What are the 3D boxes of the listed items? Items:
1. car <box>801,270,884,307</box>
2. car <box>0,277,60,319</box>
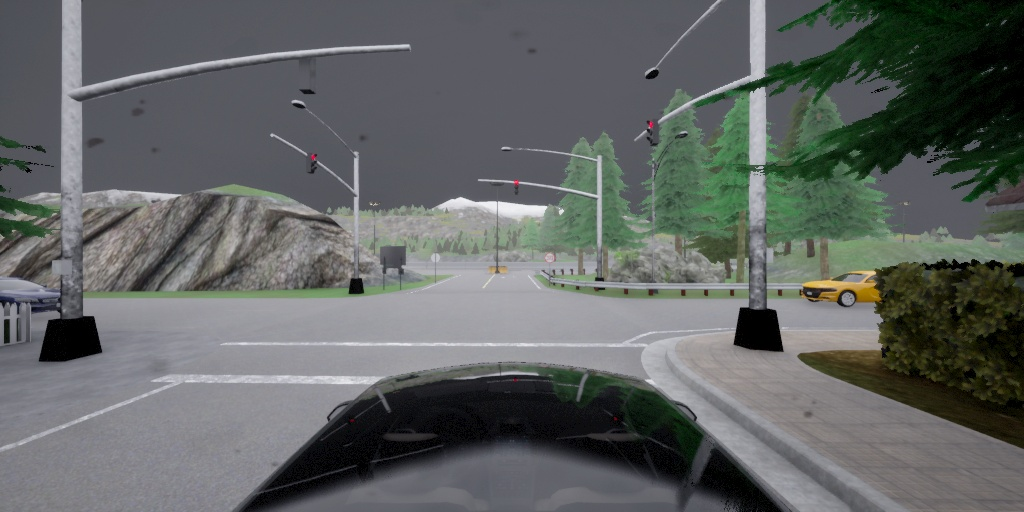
[{"bbox_3d":[15.954,1.419,16.204,5.008,1.535,1.882,0,0,0],"label":"car"},{"bbox_3d":[-18.279,1.467,12.689,4.674,1.442,1.812,0,0,0],"label":"car"}]
